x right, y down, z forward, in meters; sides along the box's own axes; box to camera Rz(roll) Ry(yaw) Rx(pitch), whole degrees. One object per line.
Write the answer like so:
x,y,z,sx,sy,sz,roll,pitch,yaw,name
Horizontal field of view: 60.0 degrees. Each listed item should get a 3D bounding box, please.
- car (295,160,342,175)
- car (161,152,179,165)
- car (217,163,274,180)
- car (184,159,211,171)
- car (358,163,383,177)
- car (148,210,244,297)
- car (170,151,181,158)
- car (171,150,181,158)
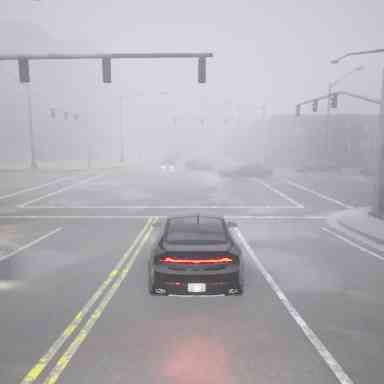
13.745,-2.726,36.309,4.892,1.490,1.837,0,9,0,car
-3.575,-4.895,50.684,2.033,1.411,5.357,0,9,0,car
5.211,-2.035,32.108,5.357,1.411,2.033,-2,9,-14,car
0.660,-3.426,41.250,1.994,1.385,4.181,-5,10,-26,car
19.472,-2.148,32.837,5.357,1.411,2.033,0,9,0,car
0.075,1.200,8.020,1.837,1.490,4.892,0,4,0,car
-3.541,-6.653,60.814,2.097,1.767,4.553,0,9,0,car
-3.469,-8.093,70.992,1.882,1.535,5.008,0,9,0,car
